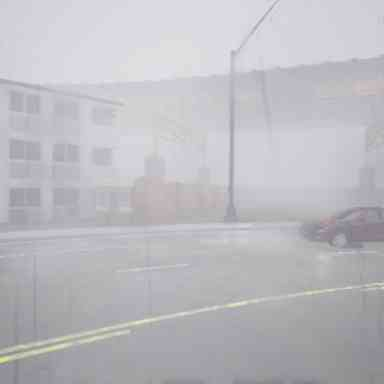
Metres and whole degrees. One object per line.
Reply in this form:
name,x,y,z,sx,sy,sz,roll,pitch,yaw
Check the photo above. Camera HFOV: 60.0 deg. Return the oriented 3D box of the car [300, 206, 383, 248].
car,6.965,1.364,13.740,5.008,1.535,1.882,0,0,-10
